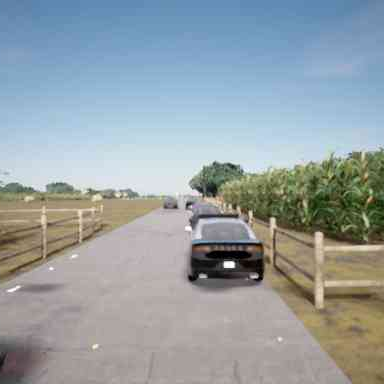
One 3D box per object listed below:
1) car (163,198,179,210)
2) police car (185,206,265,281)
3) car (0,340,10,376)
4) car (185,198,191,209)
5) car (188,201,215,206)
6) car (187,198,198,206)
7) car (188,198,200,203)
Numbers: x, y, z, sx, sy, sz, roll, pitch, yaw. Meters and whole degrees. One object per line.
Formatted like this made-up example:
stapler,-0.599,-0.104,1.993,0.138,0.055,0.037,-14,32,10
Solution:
car,-2.802,1.566,44.552,1.882,1.535,5.008,0,0,0
police car,0.833,1.427,10.020,1.930,1.638,5.238,0,0,0
car,-2.850,1.547,1.151,2.033,1.411,5.357,0,0,0
car,0.047,1.574,46.249,1.882,1.535,5.008,0,0,0
car,0.841,1.519,19.913,1.837,1.490,4.892,0,0,0
car,0.052,1.767,60.355,1.895,1.301,4.718,0,0,0
car,0.847,1.503,25.913,1.882,1.535,5.008,0,0,0
